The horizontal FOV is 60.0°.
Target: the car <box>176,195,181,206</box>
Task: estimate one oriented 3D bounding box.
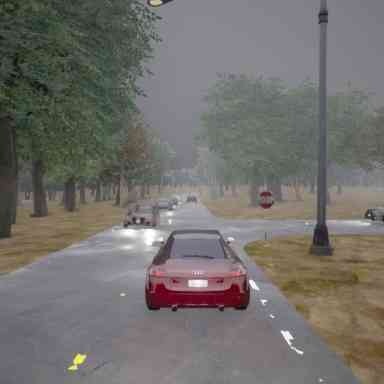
[{"bbox_3d":[-3.190,1.403,52.613,2.033,1.411,5.357,0,0,0],"label":"car"}]

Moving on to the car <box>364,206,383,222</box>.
[{"bbox_3d":[13.896,1.346,22.252,4.181,1.385,1.994,-1,1,2],"label":"car"}]

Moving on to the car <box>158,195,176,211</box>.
[{"bbox_3d":[-3.190,1.425,38.949,1.837,1.490,4.892,0,0,0],"label":"car"}]

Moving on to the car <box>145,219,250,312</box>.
[{"bbox_3d":[0.090,1.558,7.796,1.994,1.385,4.181,0,0,0],"label":"car"}]

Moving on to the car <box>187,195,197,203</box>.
[{"bbox_3d":[-0.054,1.285,64.680,1.837,1.490,4.892,0,0,0],"label":"car"}]

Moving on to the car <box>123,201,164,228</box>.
[{"bbox_3d":[-3.145,1.518,21.488,1.994,1.385,4.181,1,0,0],"label":"car"}]
